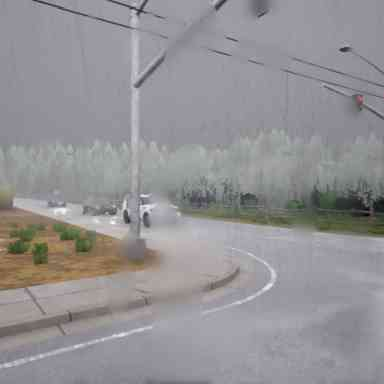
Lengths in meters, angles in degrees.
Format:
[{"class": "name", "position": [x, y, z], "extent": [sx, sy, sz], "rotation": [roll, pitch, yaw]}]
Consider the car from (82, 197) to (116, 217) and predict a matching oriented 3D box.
[{"class": "car", "position": [-8.800, 1.317, 31.457], "extent": [2.097, 1.767, 4.553], "rotation": [0, 0, -34]}]

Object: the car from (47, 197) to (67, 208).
[{"class": "car", "position": [-19.066, 1.458, 46.843], "extent": [2.128, 1.511, 4.902], "rotation": [0, 0, -33]}]

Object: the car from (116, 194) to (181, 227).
[{"class": "car", "position": [-2.938, 1.187, 22.740], "extent": [2.150, 2.045, 5.566], "rotation": [0, 0, -34]}]
